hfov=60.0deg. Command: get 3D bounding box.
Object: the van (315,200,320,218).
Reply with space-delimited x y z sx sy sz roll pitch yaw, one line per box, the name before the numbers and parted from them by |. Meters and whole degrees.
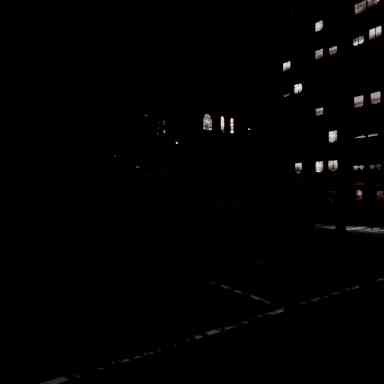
van | 10.486 1.646 32.536 1.690 1.788 3.998 -1 0 -36
